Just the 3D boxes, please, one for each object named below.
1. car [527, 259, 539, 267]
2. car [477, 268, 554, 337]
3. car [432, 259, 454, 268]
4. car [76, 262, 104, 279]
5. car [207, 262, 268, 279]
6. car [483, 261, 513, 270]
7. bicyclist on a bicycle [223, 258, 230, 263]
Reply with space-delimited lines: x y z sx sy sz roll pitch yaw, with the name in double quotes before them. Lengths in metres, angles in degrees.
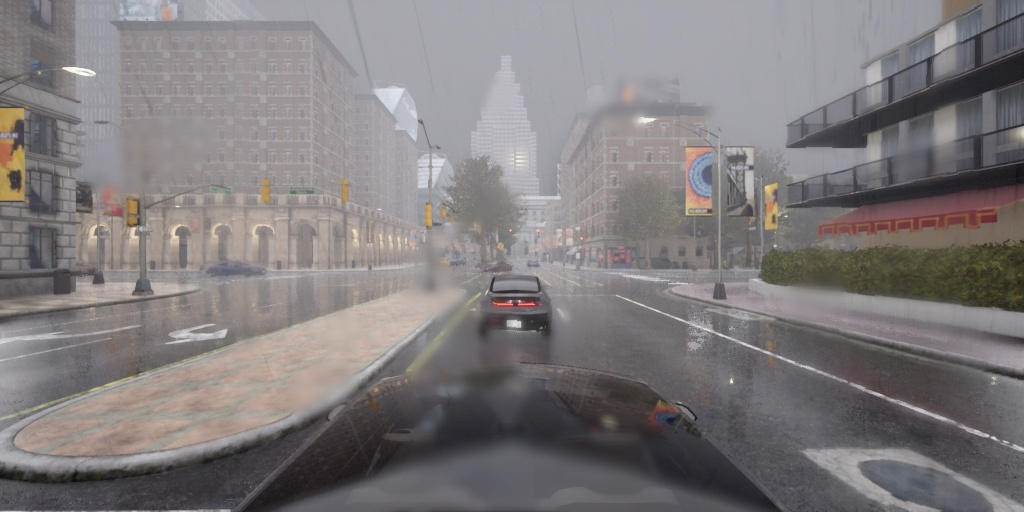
"car" 3.742 1.313 64.866 1.994 1.385 4.181 0 0 0
"car" 0.096 1.255 10.292 1.837 1.490 4.892 0 0 0
"car" -11.443 1.227 59.624 1.882 1.535 5.008 0 0 0
"car" -39.847 1.227 32.242 5.008 1.535 1.882 0 0 0
"car" -24.836 1.275 32.476 4.674 1.442 1.812 0 0 -4
"car" -1.671 1.275 42.839 1.812 1.442 4.674 1 0 31
"bicyclist on a bicycle" -37.198 1.050 46.709 0.582 1.620 1.656 0 0 0
